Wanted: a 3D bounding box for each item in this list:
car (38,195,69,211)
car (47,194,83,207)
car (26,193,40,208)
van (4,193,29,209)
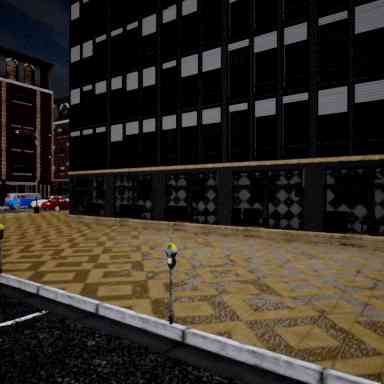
[{"bbox_3d":[-13.557,1.269,35.117,1.887,1.381,4.507,1,1,35],"label":"car"},{"bbox_3d":[-16.802,1.079,44.240,1.967,1.590,4.097,1,1,35],"label":"car"},{"bbox_3d":[-16.828,1.213,39.914,1.812,1.442,4.674,0,1,35],"label":"car"},{"bbox_3d":[-20.036,1.050,39.598,1.690,1.788,3.998,1,1,35],"label":"van"}]
